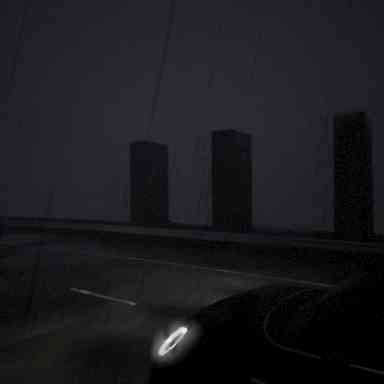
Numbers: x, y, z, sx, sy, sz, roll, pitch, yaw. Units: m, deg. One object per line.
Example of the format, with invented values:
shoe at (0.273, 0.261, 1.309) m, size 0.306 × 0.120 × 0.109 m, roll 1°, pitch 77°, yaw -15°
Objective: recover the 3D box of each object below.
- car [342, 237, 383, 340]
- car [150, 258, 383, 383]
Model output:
car at (4.892, 1.573, 4.764) m, size 4.718 × 1.301 × 1.895 m, roll -1°, pitch 0°, yaw 36°
car at (1.810, 1.345, 2.587) m, size 4.553 × 1.767 × 2.097 m, roll 0°, pitch 0°, yaw 35°
